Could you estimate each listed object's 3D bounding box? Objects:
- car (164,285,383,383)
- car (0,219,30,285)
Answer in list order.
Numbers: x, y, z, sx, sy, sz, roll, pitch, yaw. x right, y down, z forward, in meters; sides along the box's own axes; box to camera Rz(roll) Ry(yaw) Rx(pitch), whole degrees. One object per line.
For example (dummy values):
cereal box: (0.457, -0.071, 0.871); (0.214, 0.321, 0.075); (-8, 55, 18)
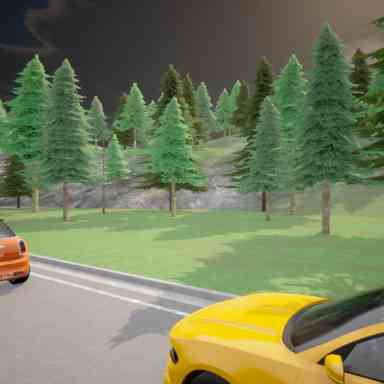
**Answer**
car: (2.028, 1.478, 2.545); (5.008, 1.535, 1.882); (0, 0, 35)
car: (-6.097, 1.352, 8.317); (4.553, 1.767, 2.097); (0, 0, 35)
